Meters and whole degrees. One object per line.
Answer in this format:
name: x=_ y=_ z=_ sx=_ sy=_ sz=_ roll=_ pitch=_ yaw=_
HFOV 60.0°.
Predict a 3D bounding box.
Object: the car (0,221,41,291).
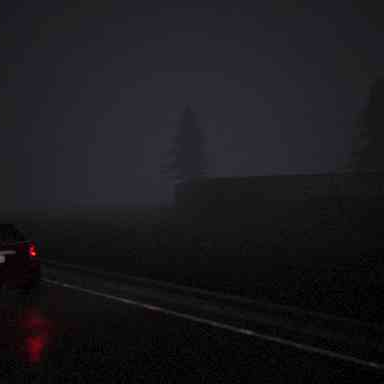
car: x=-5.717 y=1.437 z=8.069 sx=4.553 sy=1.767 sz=2.097 roll=-1 pitch=0 yaw=36
